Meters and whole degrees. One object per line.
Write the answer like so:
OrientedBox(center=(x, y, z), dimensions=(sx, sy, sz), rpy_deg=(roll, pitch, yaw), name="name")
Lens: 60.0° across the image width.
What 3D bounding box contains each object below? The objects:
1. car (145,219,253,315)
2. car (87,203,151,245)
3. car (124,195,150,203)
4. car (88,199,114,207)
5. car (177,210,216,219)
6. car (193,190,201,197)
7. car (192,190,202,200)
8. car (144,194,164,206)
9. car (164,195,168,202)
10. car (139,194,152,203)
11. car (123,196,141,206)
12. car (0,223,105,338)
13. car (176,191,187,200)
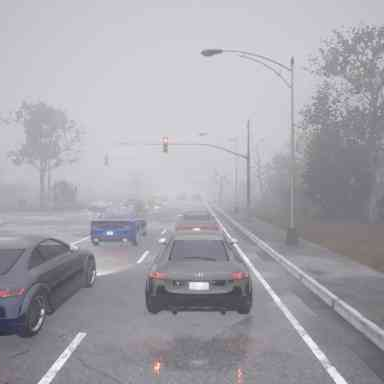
OrientedBox(center=(0.145, 1.564, 7.659), dimensions=(1.994, 1.385, 4.181), rpy_deg=(0, 0, 1), name="car")
OrientedBox(center=(-3.279, 1.478, 15.620), dimensions=(1.882, 1.535, 5.008), rpy_deg=(0, 0, -1), name="car")
OrientedBox(center=(-6.613, 1.491, 38.548), dimensions=(2.128, 1.511, 4.902), rpy_deg=(0, 0, 1), name="car")
OrientedBox(center=(-10.518, 1.526, 39.075), dimensions=(1.812, 1.442, 4.674), rpy_deg=(0, 0, 7), name="car")
OrientedBox(center=(0.232, 1.564, 16.058), dimensions=(1.994, 1.385, 4.181), rpy_deg=(0, 0, 1), name="car")
OrientedBox(center=(1.249, 0.317, 84.031), dimensions=(1.837, 1.490, 4.892), rpy_deg=(0, 3, 1), name="car")
OrientedBox(center=(1.081, 0.850, 73.994), dimensions=(2.097, 1.767, 4.553), rpy_deg=(0, 3, 1), name="car")
OrientedBox(center=(-6.337, 1.352, 54.414), dimensions=(2.097, 1.767, 4.553), rpy_deg=(0, 0, 1), name="car")
OrientedBox(center=(-6.001, 1.292, 69.178), dimensions=(2.033, 1.411, 5.357), rpy_deg=(0, 2, 1), name="car")
OrientedBox(center=(-9.511, 1.277, 68.589), dimensions=(1.837, 1.490, 4.892), rpy_deg=(0, 2, 1), name="car")
OrientedBox(center=(-9.828, 1.493, 54.942), dimensions=(2.128, 1.511, 4.902), rpy_deg=(0, 0, 1), name="car")
OrientedBox(center=(-3.357, 1.564, 6.633), dimensions=(1.994, 1.385, 4.181), rpy_deg=(0, 0, 0), name="car")
OrientedBox(center=(-2.418, 1.045, 74.092), dimensions=(1.994, 1.385, 4.181), rpy_deg=(0, 3, 1), name="car")
